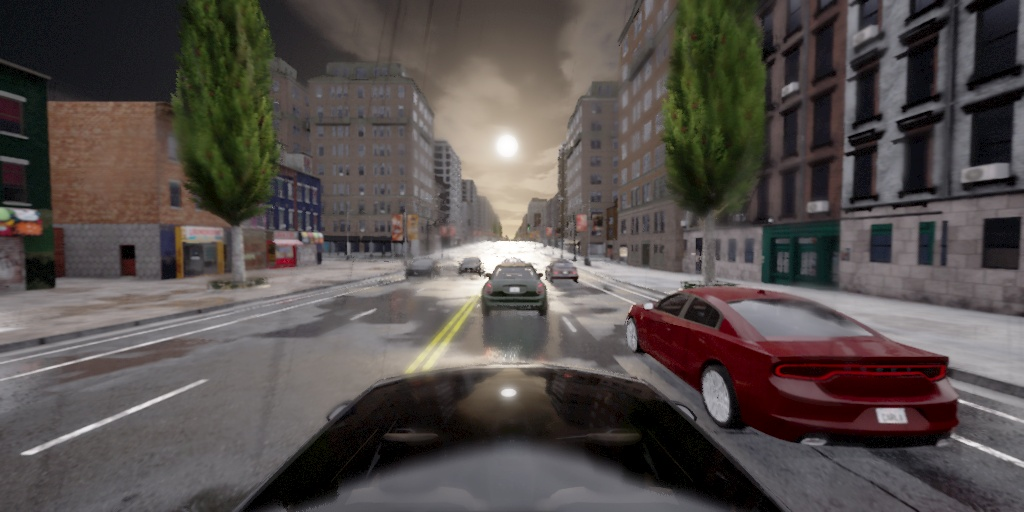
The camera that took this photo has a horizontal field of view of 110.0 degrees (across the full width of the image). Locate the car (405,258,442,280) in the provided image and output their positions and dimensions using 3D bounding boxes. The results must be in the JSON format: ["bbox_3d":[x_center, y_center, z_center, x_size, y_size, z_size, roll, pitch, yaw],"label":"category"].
[{"bbox_3d":[-6.610,0.901,27.238,1.882,1.535,5.008,0,1,0],"label":"car"}]

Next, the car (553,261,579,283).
[{"bbox_3d":[3.328,1.023,24.724,2.033,1.411,5.357,0,1,0],"label":"car"}]

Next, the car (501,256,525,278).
[{"bbox_3d":[0.083,0.837,30.100,1.882,1.535,5.008,0,1,0],"label":"car"}]

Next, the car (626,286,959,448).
[{"bbox_3d":[3.317,1.206,5.593,1.882,1.535,5.008,0,1,0],"label":"car"}]

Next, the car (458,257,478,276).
[{"bbox_3d":[-3.359,0.862,30.308,1.837,1.490,4.892,0,1,0],"label":"car"}]

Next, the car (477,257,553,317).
[{"bbox_3d":[0.086,1.012,12.930,2.097,1.767,4.553,0,1,0],"label":"car"}]
